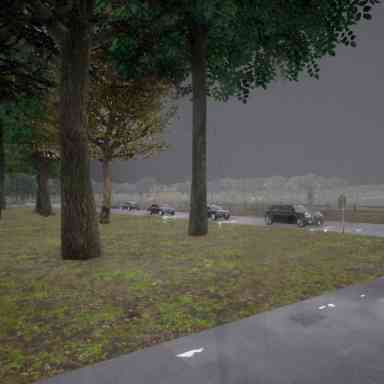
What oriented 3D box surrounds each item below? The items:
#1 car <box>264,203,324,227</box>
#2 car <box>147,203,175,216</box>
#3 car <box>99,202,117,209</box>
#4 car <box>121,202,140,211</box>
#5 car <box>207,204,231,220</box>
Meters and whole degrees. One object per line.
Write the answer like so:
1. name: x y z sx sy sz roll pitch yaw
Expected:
1. car: 7.820 1.687 25.698 2.097 1.767 4.553 -1 0 -35
2. car: -3.994 2.213 42.563 1.837 1.490 4.892 -1 0 -35
3. car: -16.585 2.653 65.620 2.033 1.411 5.357 -1 0 -35
4. car: -10.638 2.434 57.146 1.837 1.490 4.892 -1 0 -35
5. car: 1.953 2.028 34.069 1.837 1.490 4.892 -1 0 -35
